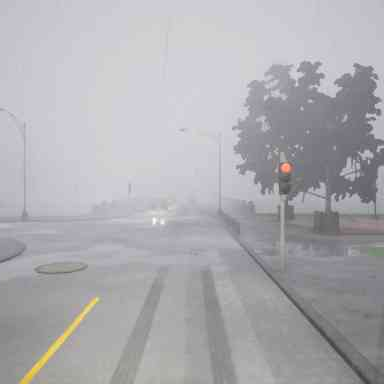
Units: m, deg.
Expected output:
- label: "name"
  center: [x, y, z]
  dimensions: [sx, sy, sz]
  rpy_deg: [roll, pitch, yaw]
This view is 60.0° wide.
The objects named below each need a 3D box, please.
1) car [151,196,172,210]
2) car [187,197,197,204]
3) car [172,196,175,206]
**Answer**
- label: "car"
  center: [-4.063, 1.491, 42.224]
  dimensions: [2.128, 1.511, 4.902]
  rpy_deg: [0, 0, 0]
- label: "car"
  center: [0.054, 1.547, 61.659]
  dimensions: [2.033, 1.411, 5.357]
  rpy_deg: [0, 0, 0]
- label: "car"
  center: [-4.048, 1.477, 51.771]
  dimensions: [1.882, 1.535, 5.008]
  rpy_deg: [0, 0, 0]
